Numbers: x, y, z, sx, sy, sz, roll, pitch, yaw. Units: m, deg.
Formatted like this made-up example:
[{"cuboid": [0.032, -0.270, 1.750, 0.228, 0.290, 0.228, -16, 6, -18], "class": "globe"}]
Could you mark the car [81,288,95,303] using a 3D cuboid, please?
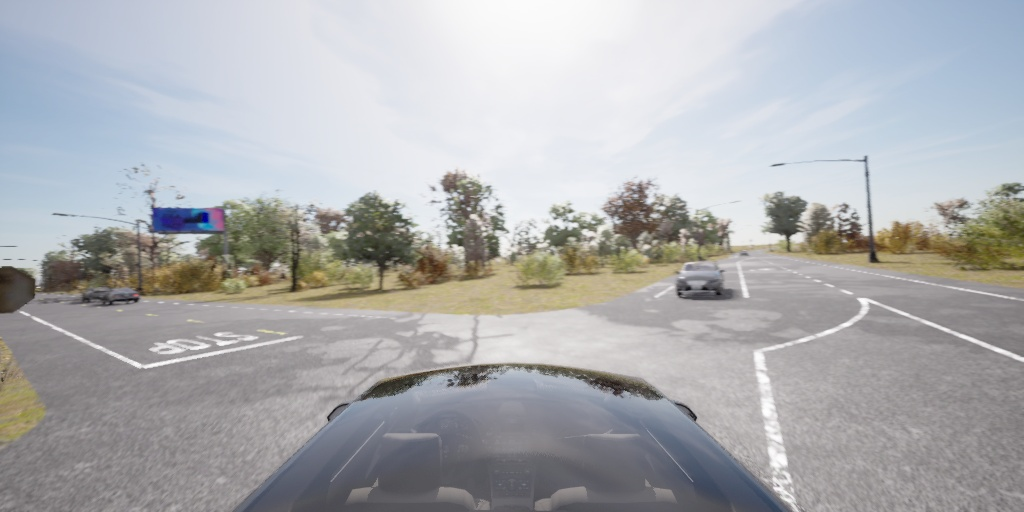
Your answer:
[{"cuboid": [-43.969, 4.081, 38.047, 4.902, 1.511, 2.128, -4, -1, 34], "class": "car"}]

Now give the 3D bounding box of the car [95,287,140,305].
[{"cuboid": [-35.216, 3.596, 32.240, 5.357, 1.411, 2.033, -4, -1, 34], "class": "car"}]

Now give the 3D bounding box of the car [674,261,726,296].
[{"cuboid": [9.041, 1.015, 17.198, 2.128, 1.511, 4.902, -4, -1, 32], "class": "car"}]
